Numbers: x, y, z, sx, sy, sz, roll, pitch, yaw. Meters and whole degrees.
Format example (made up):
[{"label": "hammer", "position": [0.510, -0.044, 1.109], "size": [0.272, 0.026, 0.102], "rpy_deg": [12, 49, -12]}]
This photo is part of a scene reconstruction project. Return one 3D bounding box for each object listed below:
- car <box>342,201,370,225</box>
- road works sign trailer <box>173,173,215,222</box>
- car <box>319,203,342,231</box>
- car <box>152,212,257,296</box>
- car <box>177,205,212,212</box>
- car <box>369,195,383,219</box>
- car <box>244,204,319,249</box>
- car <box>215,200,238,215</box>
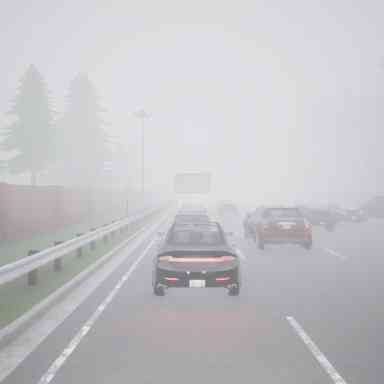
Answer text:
[{"label": "car", "position": [10.581, 1.526, 24.073], "size": [1.812, 1.442, 4.674], "rpy_deg": [0, 0, 0]}, {"label": "road works sign trailer", "position": [0.061, 0.464, 22.970], "size": [2.380, 3.560, 2.880], "rpy_deg": [0, 0, -2]}, {"label": "car", "position": [7.089, 1.501, 20.483], "size": [1.837, 1.490, 4.892], "rpy_deg": [0, -1, 0]}, {"label": "car", "position": [0.096, 1.491, 8.627], "size": [2.128, 1.511, 4.902], "rpy_deg": [0, 0, 0]}, {"label": "car", "position": [0.108, 1.474, 19.050], "size": [1.882, 1.535, 5.008], "rpy_deg": [0, 0, 4]}, {"label": "car", "position": [14.088, 1.222, 23.687], "size": [2.150, 2.045, 5.566], "rpy_deg": [0, 0, 0]}, {"label": "car", "position": [3.595, 1.352, 14.728], "size": [2.097, 1.767, 4.553], "rpy_deg": [0, 0, 0]}, {"label": "car", "position": [3.583, 1.526, 34.439], "size": [1.812, 1.442, 4.674], "rpy_deg": [0, 0, 0]}]
